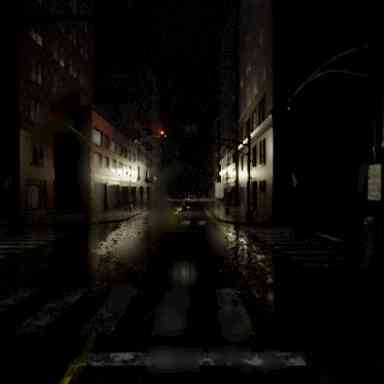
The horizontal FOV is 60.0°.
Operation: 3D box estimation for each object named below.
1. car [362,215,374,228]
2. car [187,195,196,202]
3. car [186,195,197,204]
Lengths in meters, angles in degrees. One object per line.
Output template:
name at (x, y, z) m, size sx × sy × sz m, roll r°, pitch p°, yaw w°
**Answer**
car at (12.382, 1.465, 19.051) m, size 4.829 × 1.417 × 1.752 m, roll 0°, pitch 0°, yaw 0°
car at (-0.155, 1.293, 72.034) m, size 1.812 × 1.442 × 4.674 m, roll 0°, pitch 0°, yaw 0°
car at (-0.027, 1.417, 59.322) m, size 1.895 × 1.301 × 4.718 m, roll 0°, pitch 0°, yaw 0°
